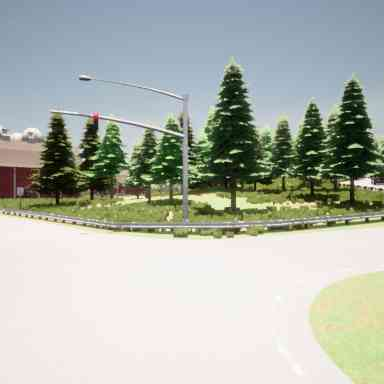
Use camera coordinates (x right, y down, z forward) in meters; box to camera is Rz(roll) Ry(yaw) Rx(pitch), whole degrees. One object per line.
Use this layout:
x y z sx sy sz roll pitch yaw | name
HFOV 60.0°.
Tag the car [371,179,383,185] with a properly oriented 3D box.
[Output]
29.010 -1.912 51.528 1.837 1.490 4.892 0 5 21 | car
